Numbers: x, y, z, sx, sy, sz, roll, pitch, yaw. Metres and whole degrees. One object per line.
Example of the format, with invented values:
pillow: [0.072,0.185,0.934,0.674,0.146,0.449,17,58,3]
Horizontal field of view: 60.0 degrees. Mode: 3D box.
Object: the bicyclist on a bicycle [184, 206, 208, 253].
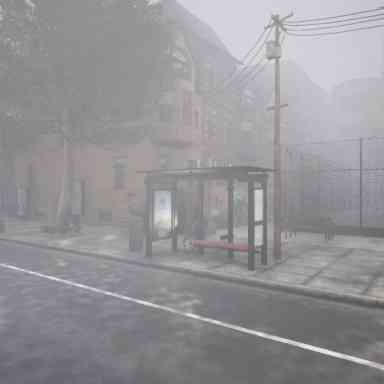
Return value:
bicyclist on a bicycle: [0.236,1.338,11.908,0.582,1.620,1.656,2,-3,36]
